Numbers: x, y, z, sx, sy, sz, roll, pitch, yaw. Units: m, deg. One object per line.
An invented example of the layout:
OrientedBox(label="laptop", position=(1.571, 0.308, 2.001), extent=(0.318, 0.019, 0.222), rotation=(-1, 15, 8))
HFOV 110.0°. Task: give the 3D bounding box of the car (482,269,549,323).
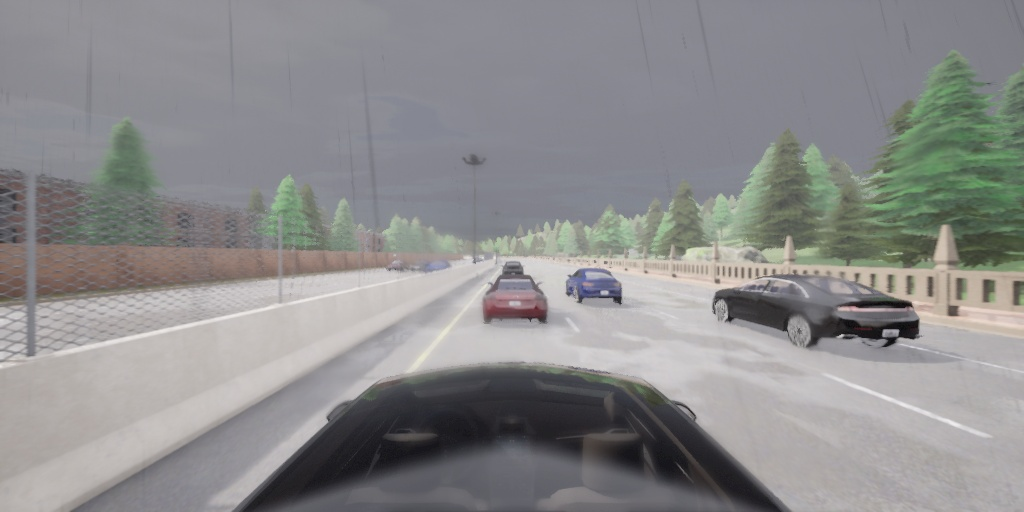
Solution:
OrientedBox(label="car", position=(0.099, 1.302, 12.063), extent=(1.994, 1.385, 4.181), rotation=(0, 0, 0))

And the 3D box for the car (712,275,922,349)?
OrientedBox(label="car", position=(7.099, 1.233, 9.146), extent=(2.128, 1.511, 4.902), rotation=(0, 0, 0))

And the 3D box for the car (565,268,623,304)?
OrientedBox(label="car", position=(3.585, 1.259, 16.181), extent=(1.812, 1.442, 4.674), rotation=(0, 0, 0))

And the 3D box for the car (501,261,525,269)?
OrientedBox(label="car", position=(0.097, 1.221, 31.770), extent=(1.837, 1.490, 4.892), rotation=(0, 0, 0))

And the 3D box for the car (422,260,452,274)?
OrientedBox(label="car", position=(-7.094, 1.190, 35.244), extent=(1.882, 1.535, 5.008), rotation=(0, 0, 0))

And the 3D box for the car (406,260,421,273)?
OrientedBox(label="car", position=(-10.589, 1.195, 42.800), extent=(2.128, 1.511, 4.902), rotation=(0, 0, 0))

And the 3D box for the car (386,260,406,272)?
OrientedBox(label="car", position=(-14.086, 1.229, 44.812), extent=(1.812, 1.442, 4.674), rotation=(0, 0, 0))
